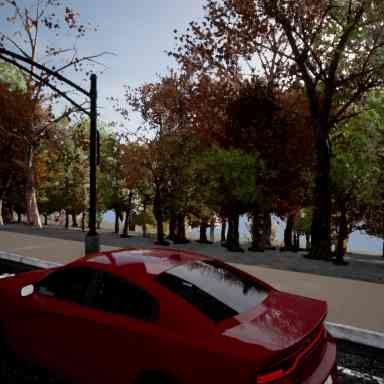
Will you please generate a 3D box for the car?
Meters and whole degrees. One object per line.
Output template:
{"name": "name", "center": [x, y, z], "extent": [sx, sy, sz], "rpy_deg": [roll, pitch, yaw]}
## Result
{"name": "car", "center": [-0.859, 1.477, 4.289], "extent": [5.008, 1.535, 1.882], "rpy_deg": [0, 0, 35]}
